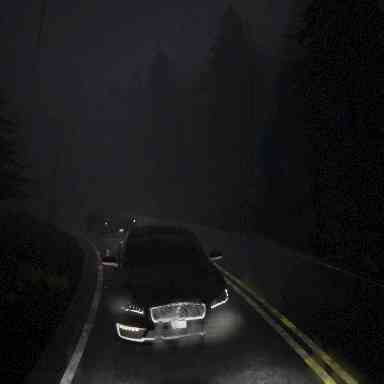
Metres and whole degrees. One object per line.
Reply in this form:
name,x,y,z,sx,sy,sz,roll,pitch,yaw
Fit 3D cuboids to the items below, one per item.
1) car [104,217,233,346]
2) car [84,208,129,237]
car,-0.638,1.494,6.757,1.837,1.490,4.892,-1,0,-11
car,-4.613,1.608,18.499,1.895,1.301,4.718,-3,1,-29
